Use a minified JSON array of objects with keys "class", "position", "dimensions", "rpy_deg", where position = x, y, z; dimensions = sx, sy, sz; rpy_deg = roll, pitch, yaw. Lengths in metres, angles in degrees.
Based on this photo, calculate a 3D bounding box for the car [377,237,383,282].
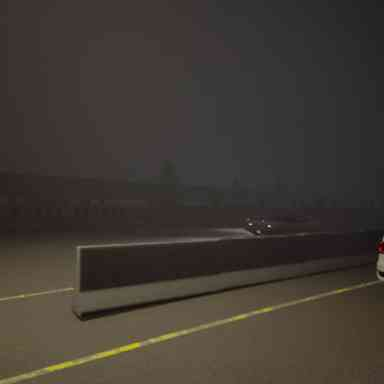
[{"class":"car","position":[6.648,1.456,7.960],"dimensions":[5.566,2.045,2.150],"rpy_deg":[3,-1,-35]}]

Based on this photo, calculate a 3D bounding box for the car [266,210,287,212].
[{"class":"car","position":[6.224,2.101,25.085],"dimensions":[4.674,1.442,1.812],"rpy_deg":[3,-2,-35]}]

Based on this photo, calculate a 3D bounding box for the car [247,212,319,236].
[{"class":"car","position":[5.628,2.062,20.366],"dimensions":[4.718,1.301,1.895],"rpy_deg":[3,-1,-35]}]
